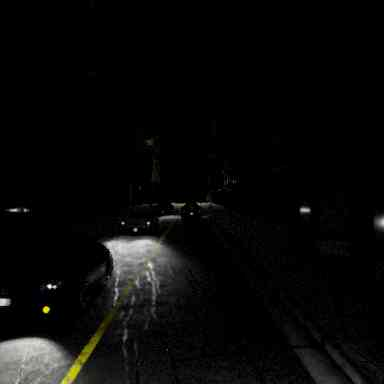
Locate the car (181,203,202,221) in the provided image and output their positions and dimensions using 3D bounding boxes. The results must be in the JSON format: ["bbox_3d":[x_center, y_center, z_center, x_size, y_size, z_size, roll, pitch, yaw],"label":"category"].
[{"bbox_3d":[-0.047,1.965,31.972,1.994,1.385,4.181,0,-1,-1],"label":"car"}]

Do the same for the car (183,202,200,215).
[{"bbox_3d":[-0.094,2.086,42.819,2.033,1.411,5.357,0,-1,-1],"label":"car"}]

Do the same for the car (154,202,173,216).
[{"bbox_3d":[-3.289,2.001,39.307,1.837,1.490,4.892,0,-1,0],"label":"car"}]

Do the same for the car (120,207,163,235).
[{"bbox_3d":[-3.181,1.868,20.960,1.895,1.301,4.718,0,-1,0],"label":"car"}]

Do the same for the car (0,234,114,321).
[{"bbox_3d":[-3.130,1.663,7.490,1.994,1.385,4.181,0,-1,0],"label":"car"}]
